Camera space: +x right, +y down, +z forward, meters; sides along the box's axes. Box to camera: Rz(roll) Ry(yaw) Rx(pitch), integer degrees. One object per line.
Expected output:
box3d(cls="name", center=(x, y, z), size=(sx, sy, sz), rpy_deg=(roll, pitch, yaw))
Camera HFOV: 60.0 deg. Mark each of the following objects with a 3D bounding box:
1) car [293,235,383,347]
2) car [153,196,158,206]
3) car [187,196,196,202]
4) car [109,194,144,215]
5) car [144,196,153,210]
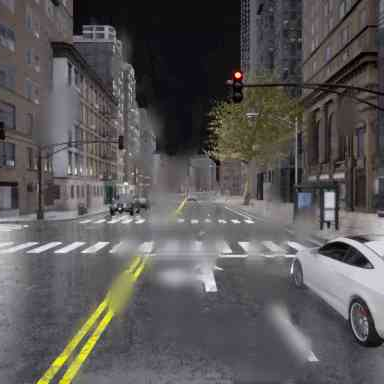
box3d(cls="car", center=(3.347, 1.524, 6.171), size=(1.812, 1.442, 4.674), rpy_deg=(0, 0, 0))
box3d(cls="car", center=(-6.619, 1.420, 53.713), size=(2.128, 1.511, 4.902), rpy_deg=(0, 0, 0))
box3d(cls="car", center=(-0.036, 1.436, 73.533), size=(1.895, 1.301, 4.718), rpy_deg=(0, 0, 0))
box3d(cls="car", center=(-6.589, 1.197, 33.284), size=(2.150, 2.045, 5.566), rpy_deg=(0, 0, 1))
box3d(cls="car", center=(-6.622, 1.436, 43.395), size=(1.882, 1.535, 5.008), rpy_deg=(0, 0, 0))
